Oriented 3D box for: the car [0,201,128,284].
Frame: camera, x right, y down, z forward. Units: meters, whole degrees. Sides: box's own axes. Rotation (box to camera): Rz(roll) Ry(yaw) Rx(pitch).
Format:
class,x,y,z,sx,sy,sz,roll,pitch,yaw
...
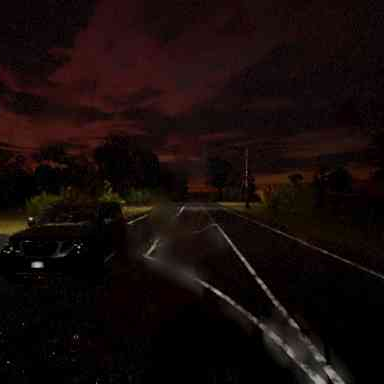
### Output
class,x,y,z,sx,sy,sz,roll,pitch,yaw
car,-3.454,1.317,10.235,2.150,2.045,5.566,0,-1,0
